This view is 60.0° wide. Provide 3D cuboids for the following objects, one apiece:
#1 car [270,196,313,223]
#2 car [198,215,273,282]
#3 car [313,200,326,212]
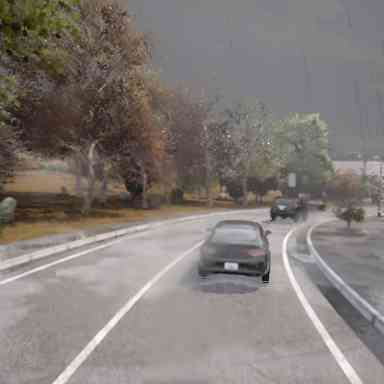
[{"bbox_3d":[8.282,1.427,28.052,2.150,2.045,5.566,3,1,30],"label":"car"},{"bbox_3d":[1.362,1.555,9.925,1.812,1.442,4.674,1,0,11],"label":"car"},{"bbox_3d":[16.043,1.813,43.965,1.882,1.535,5.008,5,2,43],"label":"car"}]
